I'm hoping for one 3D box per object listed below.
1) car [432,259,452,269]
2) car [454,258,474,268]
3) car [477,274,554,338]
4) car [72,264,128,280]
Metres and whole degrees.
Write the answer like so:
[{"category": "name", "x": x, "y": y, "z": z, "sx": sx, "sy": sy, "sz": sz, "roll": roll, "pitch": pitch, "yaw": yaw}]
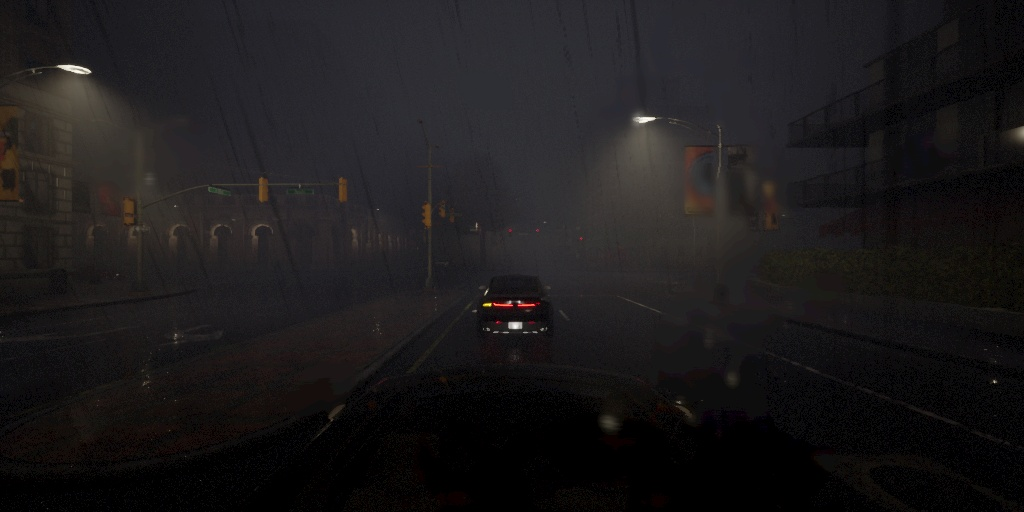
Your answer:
[{"category": "car", "x": -11.519, "y": 1.276, "z": 58.606, "sx": 1.812, "sy": 1.442, "sz": 4.674, "roll": 0, "pitch": 0, "yaw": 0}, {"category": "car", "x": -8.018, "y": 1.275, "z": 60.488, "sx": 1.812, "sy": 1.442, "sz": 4.674, "roll": 0, "pitch": 0, "yaw": 0}, {"category": "car", "x": 0.081, "y": 1.255, "z": 10.180, "sx": 1.837, "sy": 1.490, "sz": 4.892, "roll": 0, "pitch": 0, "yaw": 0}, {"category": "car", "x": -33.475, "y": 1.314, "z": 28.596, "sx": 4.181, "sy": 1.385, "sz": 1.994, "roll": 0, "pitch": 0, "yaw": 0}]
